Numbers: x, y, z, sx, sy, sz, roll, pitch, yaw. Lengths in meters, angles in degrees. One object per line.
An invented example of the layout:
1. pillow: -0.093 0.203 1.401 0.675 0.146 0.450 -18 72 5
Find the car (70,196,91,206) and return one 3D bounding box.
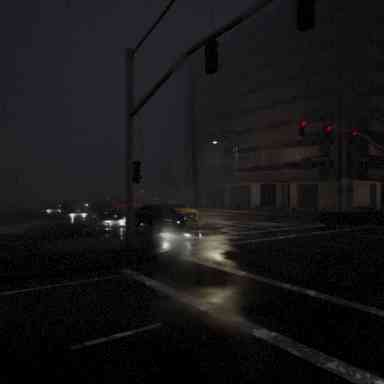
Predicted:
1. car: -19.845 1.547 58.985 2.128 1.511 4.902 0 0 -35

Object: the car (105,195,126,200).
1. car: -6.813 1.407 34.245 2.097 1.767 4.553 0 0 -35

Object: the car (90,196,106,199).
1. car: -12.893 1.603 42.826 2.033 1.411 5.357 0 0 -35

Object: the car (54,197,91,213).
1. car: -13.707 1.603 37.926 2.033 1.411 5.357 0 0 -35

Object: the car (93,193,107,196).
1. car: -17.174 1.276 61.270 2.150 2.045 5.566 0 0 -35

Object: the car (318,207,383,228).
1. car: 10.925 1.643 22.187 4.718 1.301 1.895 0 0 23

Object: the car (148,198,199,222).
1. car: -1.443 1.533 26.679 1.882 1.535 5.008 0 0 -35

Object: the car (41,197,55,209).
1. car: -19.750 1.533 46.503 1.882 1.535 5.008 0 0 -35

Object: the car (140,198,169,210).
1. car: -4.998 1.581 44.116 1.812 1.442 4.674 0 0 -35

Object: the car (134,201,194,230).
1. car: -2.215 1.560 21.721 1.837 1.490 4.892 0 0 -35

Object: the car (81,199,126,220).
1. car: -7.853 1.603 29.662 2.033 1.411 5.357 0 0 -35
